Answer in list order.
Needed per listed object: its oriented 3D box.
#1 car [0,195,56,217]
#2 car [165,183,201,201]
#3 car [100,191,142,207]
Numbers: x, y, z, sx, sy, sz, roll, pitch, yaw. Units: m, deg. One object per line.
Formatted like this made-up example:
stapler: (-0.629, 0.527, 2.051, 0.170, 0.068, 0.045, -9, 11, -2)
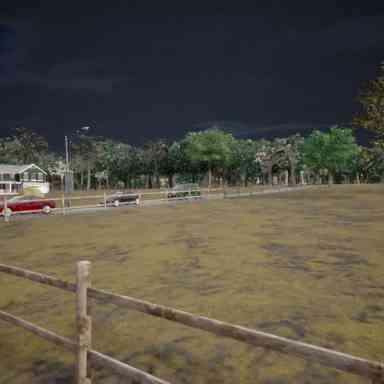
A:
car: (-13.191, 1.026, 25.912, 1.882, 1.535, 5.008, -3, 1, 35)
car: (-1.087, -0.034, 42.882, 2.150, 2.045, 5.566, -3, 1, 36)
car: (-7.258, 0.663, 34.227, 1.837, 1.490, 4.892, -3, 1, 36)
